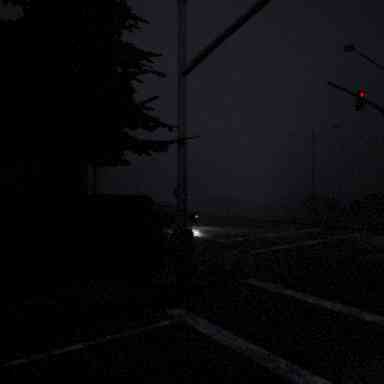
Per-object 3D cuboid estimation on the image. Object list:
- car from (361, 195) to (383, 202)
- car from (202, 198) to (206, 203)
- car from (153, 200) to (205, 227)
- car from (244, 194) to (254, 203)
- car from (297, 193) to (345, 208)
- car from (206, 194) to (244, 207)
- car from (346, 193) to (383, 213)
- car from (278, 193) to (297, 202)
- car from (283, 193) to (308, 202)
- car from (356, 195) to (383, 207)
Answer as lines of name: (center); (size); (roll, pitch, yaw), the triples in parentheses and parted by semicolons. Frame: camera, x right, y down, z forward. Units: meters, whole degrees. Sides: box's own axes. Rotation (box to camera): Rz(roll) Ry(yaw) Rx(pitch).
car: (37.823, 1.354, 69.676); (1.970, 1.475, 3.806); (0, 0, -36)
car: (3.251, 1.218, 53.118); (1.970, 1.475, 3.806); (0, 0, -36)
car: (-1.775, 1.351, 21.260); (2.033, 1.411, 5.357); (0, 0, -36)
car: (8.263, 1.137, 57.138); (2.152, 1.636, 5.027); (0, 0, -36)
car: (15.899, 1.082, 41.208); (1.932, 1.855, 4.605); (0, 0, -36)
car: (4.410, 1.285, 45.259); (2.007, 1.523, 4.514); (0, 0, -36)
car: (17.842, 1.063, 32.906); (1.905, 1.878, 3.866); (0, 0, -36)
car: (18.634, 1.055, 64.630); (1.905, 1.878, 3.866); (0, 0, -36)
car: (20.748, 1.074, 66.666); (1.932, 1.855, 4.605); (0, 0, -36)
car: (26.413, 1.277, 47.926); (2.007, 1.523, 4.514); (0, 0, -36)
